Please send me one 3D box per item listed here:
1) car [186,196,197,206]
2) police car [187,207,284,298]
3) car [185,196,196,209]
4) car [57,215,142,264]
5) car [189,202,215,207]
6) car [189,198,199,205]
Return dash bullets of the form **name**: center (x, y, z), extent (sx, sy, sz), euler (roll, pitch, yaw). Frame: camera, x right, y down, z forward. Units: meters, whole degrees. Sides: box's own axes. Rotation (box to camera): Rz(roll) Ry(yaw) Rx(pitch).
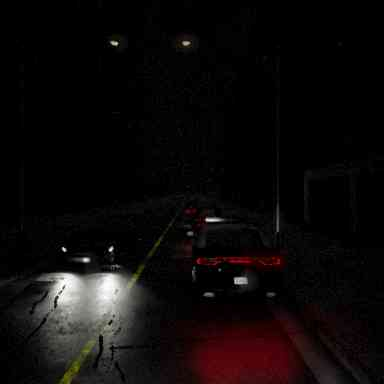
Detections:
- **car**: center (-0.014, 1.520, 58.725), extent (1.882, 1.535, 5.008), euler (0, 0, 0)
- **police car**: center (0.898, 1.428, 8.699), extent (1.930, 1.638, 5.238), euler (0, 0, 0)
- **car**: center (0.006, 1.633, 45.997), extent (1.895, 1.301, 4.718), euler (0, 0, 1)
- **car**: center (-3.004, 1.551, 12.097), extent (2.033, 1.411, 5.357), euler (0, 0, 0)
- **car**: center (0.896, 1.533, 18.590), extent (1.812, 1.442, 4.674), euler (0, 0, 0)
- **car**: center (0.894, 1.490, 24.590), extent (1.882, 1.535, 5.008), euler (0, 0, 0)
